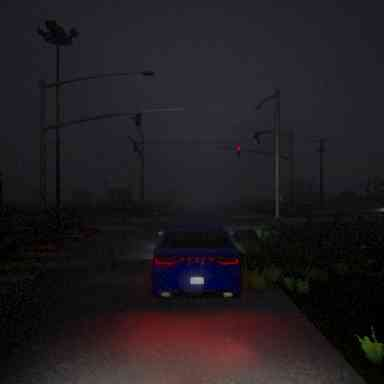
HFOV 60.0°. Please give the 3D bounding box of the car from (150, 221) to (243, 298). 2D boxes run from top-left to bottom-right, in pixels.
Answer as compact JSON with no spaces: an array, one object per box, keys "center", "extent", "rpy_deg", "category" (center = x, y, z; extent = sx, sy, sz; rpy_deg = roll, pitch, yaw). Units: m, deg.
[{"center":[0.101,1.477,8.582],"extent":[1.882,1.535,5.008],"rpy_deg":[0,0,0],"category":"car"}]
